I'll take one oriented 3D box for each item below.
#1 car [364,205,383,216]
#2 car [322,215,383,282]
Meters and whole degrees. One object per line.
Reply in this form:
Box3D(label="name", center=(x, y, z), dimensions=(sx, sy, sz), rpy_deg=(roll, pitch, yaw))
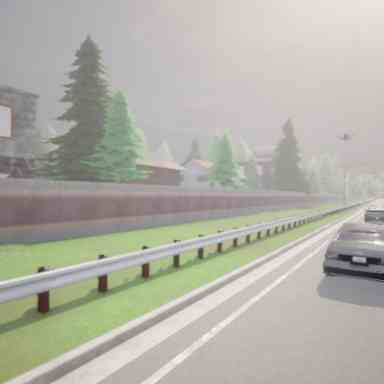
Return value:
Box3D(label="car", center=(15.197, 1.817, 27.149), dimensions=(2.128, 1.511, 4.902), rpy_deg=(1, 0, 30))
Box3D(label="car", center=(5.181, 1.657, 9.964), dimensions=(2.033, 1.411, 5.357), rpy_deg=(1, 0, 30))
